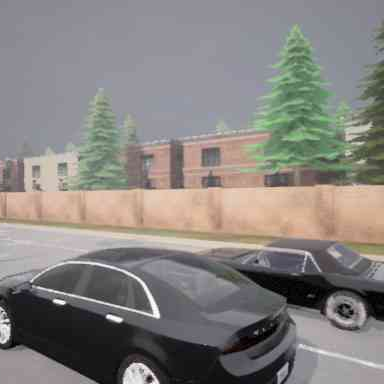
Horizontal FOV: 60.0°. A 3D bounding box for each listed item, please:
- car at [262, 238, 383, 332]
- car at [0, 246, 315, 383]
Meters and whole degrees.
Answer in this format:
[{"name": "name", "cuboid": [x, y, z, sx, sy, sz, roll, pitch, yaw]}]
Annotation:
[{"name": "car", "cuboid": [1.906, 1.627, 6.892, 4.718, 1.301, 1.895, -1, 0, 36]}, {"name": "car", "cuboid": [-1.067, 1.545, 4.719, 4.892, 1.490, 1.837, 0, 0, 36]}]
